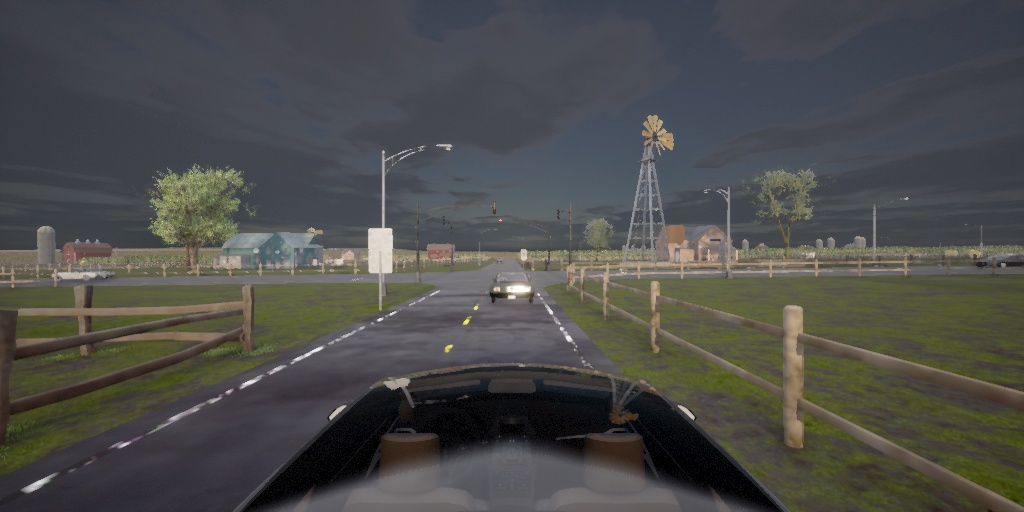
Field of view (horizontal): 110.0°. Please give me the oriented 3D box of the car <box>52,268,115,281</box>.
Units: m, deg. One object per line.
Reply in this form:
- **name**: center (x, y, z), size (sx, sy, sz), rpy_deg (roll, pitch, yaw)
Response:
- **car**: center (-44.906, 1.925, 37.561), size (4.718, 1.301, 1.895), rpy_deg (-1, 1, 0)

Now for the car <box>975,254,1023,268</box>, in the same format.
- **car**: center (52.027, 0.564, 37.788), size (4.892, 1.490, 1.837), rpy_deg (-1, 1, 0)

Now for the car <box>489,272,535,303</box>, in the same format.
- **car**: center (0.000, 1.361, 16.533), size (1.895, 1.301, 4.718), rpy_deg (0, 0, 0)
